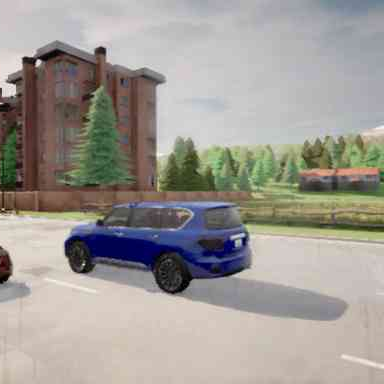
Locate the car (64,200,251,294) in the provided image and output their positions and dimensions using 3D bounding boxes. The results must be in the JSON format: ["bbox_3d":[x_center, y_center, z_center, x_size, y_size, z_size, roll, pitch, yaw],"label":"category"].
[{"bbox_3d":[-1.138,1.252,9.092,5.566,2.045,2.150,0,0,35],"label":"car"}]

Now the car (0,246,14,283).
[{"bbox_3d":[-6.469,1.618,8.586,4.181,1.385,1.994,0,0,35],"label":"car"}]

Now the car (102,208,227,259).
[{"bbox_3d":[-1.246,1.519,13.462,5.008,1.535,1.882,0,0,35],"label":"car"}]
